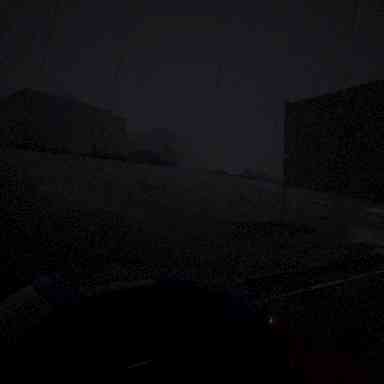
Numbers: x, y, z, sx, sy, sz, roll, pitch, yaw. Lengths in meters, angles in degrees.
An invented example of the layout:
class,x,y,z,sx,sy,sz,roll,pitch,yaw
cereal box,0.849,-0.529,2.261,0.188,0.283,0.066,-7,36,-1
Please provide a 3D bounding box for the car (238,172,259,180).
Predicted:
class,x,y,z,sx,sy,sz,roll,pitch,yaw
car,6.965,-1.972,46.765,2.002,1.452,4.674,1,-3,40

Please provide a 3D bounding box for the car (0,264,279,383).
class,x,y,z,sx,sy,sz,roll,pitch,yaw
car,-1.133,1.534,3.185,4.674,1.442,1.812,1,0,-35

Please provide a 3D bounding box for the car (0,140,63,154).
class,x,y,z,sx,sy,sz,roll,pitch,yaw
car,-14.015,-3.304,28.196,4.902,1.511,2.128,3,-2,-44

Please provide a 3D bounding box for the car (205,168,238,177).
class,x,y,z,sx,sy,sz,roll,pitch,yaw
car,3.404,-2.269,42.527,2.002,1.452,4.674,1,-2,41

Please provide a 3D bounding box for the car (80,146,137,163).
class,x,y,z,sx,sy,sz,roll,pitch,yaw
car,-7.796,-3.200,30.237,2.185,1.767,4.553,1,-2,45

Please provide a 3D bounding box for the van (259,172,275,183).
class,x,y,z,sx,sy,sz,roll,pitch,yaw
van,10.554,-1.911,51.164,1.878,1.987,4.442,1,-3,39

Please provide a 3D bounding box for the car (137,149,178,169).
class,x,y,z,sx,sy,sz,roll,pitch,yaw
car,-3.921,-3.089,34.295,2.435,2.045,5.566,1,-2,44

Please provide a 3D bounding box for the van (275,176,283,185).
class,x,y,z,sx,sy,sz,roll,pitch,yaw
van,13.936,-1.571,55.536,1.878,1.987,4.442,1,-3,38
